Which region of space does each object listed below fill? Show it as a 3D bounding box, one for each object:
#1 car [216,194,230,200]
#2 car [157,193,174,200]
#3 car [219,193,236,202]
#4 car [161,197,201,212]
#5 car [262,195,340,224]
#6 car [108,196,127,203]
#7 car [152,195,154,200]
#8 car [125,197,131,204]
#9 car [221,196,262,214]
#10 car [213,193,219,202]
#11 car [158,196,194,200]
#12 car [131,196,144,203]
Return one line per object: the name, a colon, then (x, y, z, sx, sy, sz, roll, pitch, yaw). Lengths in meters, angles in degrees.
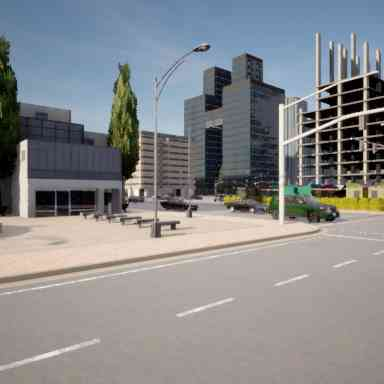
car: (8.798, 1.395, 94.140, 3.806, 1.475, 1.970, 0, 0, -40)
car: (-6.380, 1.156, 85.082, 3.866, 1.878, 1.905, 0, 0, -40)
car: (8.003, 1.395, 67.756, 3.806, 1.475, 1.970, 0, 0, -40)
car: (-1.270, 1.601, 38.303, 1.895, 1.301, 4.718, 0, 0, -38)
car: (8.404, 1.221, 25.544, 2.150, 2.045, 5.566, 0, 0, -35)
car: (-15.228, 1.505, 67.713, 1.837, 1.490, 4.892, 0, 0, -38)
car: (-8.185, 1.153, 87.346, 4.605, 1.855, 1.932, 0, 0, -40)
car: (-13.427, 1.522, 59.595, 2.128, 1.511, 4.902, 0, 0, -38)
car: (5.774, 1.491, 34.998, 2.128, 1.511, 4.902, 0, 0, -38)
car: (6.165, 1.156, 69.992, 3.866, 1.878, 1.905, 0, 0, -40)
car: (-2.215, 1.601, 45.171, 1.895, 1.301, 4.718, 0, 0, -38)
car: (-11.717, 1.491, 68.910, 2.128, 1.511, 4.902, 0, 0, -38)
